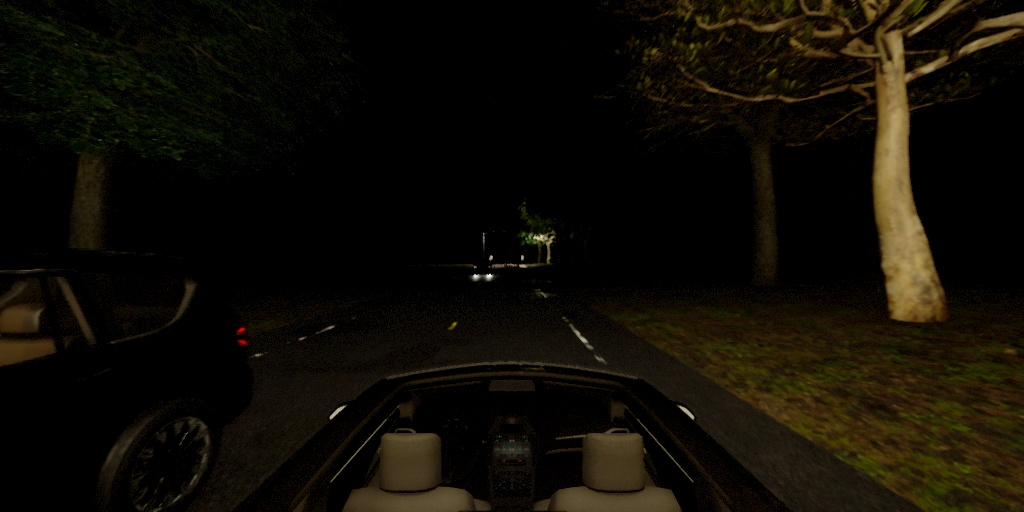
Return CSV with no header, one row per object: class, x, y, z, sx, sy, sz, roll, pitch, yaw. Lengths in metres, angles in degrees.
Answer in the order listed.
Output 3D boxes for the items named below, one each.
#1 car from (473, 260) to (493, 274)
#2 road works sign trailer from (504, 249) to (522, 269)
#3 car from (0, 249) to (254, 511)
car,-3.563,1.340,44.591,2.097,1.767,4.553,0,0,0
road works sign trailer,0.027,0.534,62.461,2.380,3.560,2.880,0,0,-1
car,-3.600,0.967,1.182,2.150,2.045,5.566,0,-1,0
